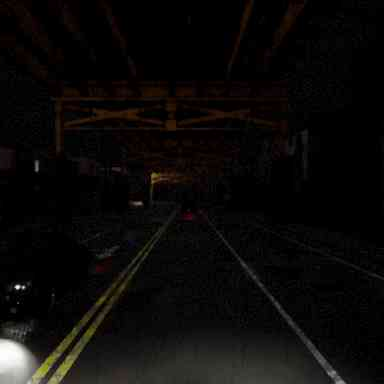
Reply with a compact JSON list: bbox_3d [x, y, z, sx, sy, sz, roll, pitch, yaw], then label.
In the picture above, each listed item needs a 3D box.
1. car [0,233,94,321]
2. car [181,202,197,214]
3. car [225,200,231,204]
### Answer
[{"bbox_3d":[-3.662,1.655,7.440,1.994,1.385,4.181,0,-1,-1],"label":"car"},{"bbox_3d":[-0.386,2.018,43.021,1.837,1.490,4.892,0,0,-1],"label":"car"},{"bbox_3d":[11.218,2.498,88.426,4.974,1.542,2.038,0,-1,29],"label":"car"}]
